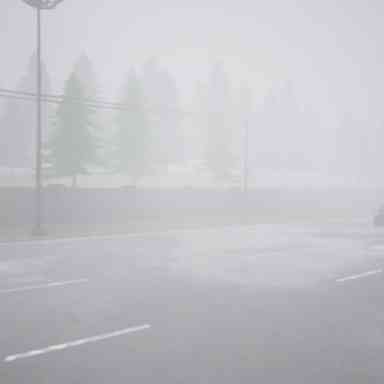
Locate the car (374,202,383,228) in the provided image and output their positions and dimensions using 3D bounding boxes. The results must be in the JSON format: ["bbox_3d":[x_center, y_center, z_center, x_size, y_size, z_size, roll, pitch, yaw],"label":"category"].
[{"bbox_3d":[13.434,1.348,20.766,4.553,1.767,2.097,0,0,-33],"label":"car"}]
